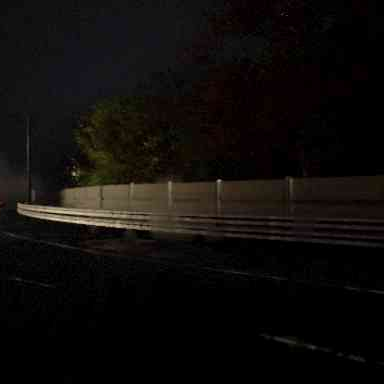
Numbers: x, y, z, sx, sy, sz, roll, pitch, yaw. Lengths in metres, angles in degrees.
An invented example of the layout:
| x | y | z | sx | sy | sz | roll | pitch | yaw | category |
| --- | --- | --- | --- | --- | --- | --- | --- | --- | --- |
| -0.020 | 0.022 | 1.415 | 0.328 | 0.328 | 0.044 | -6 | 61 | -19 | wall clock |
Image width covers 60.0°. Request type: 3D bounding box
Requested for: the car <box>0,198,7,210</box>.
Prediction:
| x | y | z | sx | sy | sz | roll | pitch | yaw | category |
| --- | --- | --- | --- | --- | --- | --- | --- | --- | --- |
| -34.934 | 2.196 | 60.036 | 2.150 | 2.045 | 5.566 | -1 | -2 | -23 | car |
